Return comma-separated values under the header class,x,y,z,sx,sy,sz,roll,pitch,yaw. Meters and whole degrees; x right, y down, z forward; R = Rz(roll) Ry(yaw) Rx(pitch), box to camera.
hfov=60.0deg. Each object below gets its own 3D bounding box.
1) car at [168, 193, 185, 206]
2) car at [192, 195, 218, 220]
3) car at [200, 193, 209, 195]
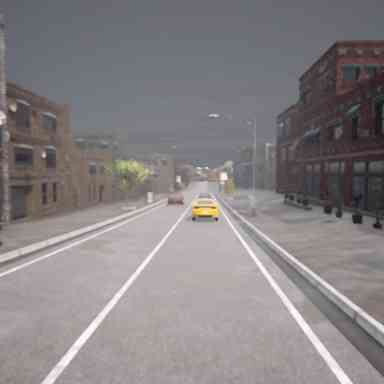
class,x,y,z,sx,sy,sz,roll,pitch,yaw
car,-1.994,0.890,42.651,1.882,1.535,5.008,0,1,2
car,1.011,1.248,25.729,1.882,1.535,5.008,0,1,2
car,1.736,0.901,45.735,2.033,1.411,5.357,0,1,2
